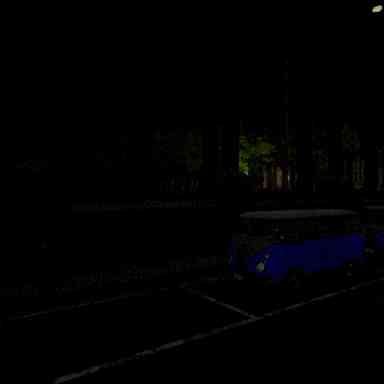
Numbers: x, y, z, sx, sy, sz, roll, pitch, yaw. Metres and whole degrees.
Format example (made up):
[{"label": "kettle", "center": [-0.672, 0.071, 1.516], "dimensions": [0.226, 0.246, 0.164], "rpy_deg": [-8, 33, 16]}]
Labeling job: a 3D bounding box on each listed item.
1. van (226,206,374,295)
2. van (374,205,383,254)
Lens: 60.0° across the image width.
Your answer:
[{"label": "van", "center": [2.705, 1.340, 8.460], "dimensions": [3.998, 1.788, 1.690], "rpy_deg": [0, 0, -35]}, {"label": "van", "center": [7.312, 1.338, 11.744], "dimensions": [3.998, 1.788, 1.690], "rpy_deg": [0, 0, -35]}]
